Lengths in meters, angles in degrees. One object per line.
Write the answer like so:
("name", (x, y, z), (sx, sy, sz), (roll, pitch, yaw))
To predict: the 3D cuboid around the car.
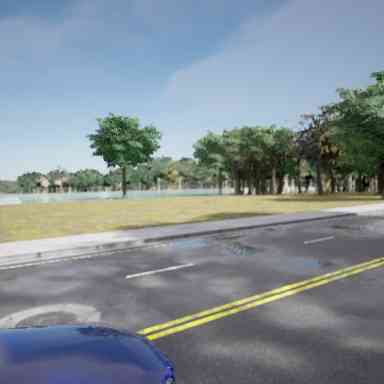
("car", (-2.229, 1.549, 1.843), (4.674, 1.442, 1.812), (-2, 1, -36))
